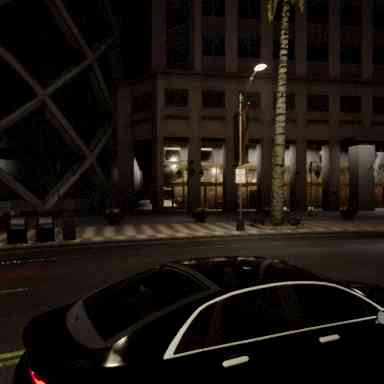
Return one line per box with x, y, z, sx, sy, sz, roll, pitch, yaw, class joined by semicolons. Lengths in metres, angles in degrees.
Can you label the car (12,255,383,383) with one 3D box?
0.788;1.505;3.693;4.892;1.490;1.837;0;0;-26;car
